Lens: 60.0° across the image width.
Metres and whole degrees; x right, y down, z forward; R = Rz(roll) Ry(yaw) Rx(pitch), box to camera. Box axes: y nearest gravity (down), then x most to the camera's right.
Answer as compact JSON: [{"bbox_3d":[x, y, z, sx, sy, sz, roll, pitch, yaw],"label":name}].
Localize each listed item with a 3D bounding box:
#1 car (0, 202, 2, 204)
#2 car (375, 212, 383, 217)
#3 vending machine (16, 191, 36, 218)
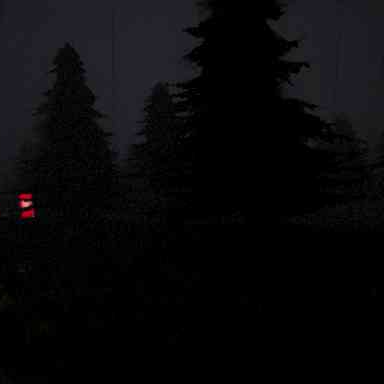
[{"bbox_3d":[-23.624,1.653,39.537,1.812,1.442,4.674,-1,0,-38],"label":"car"},{"bbox_3d":[43.799,5.477,77.244,1.851,1.617,3.988,-5,-4,18],"label":"car"},{"bbox_3d":[-14.050,1.058,28.112,1.100,2.100,0.880,-8,-2,-15],"label":"vending machine"}]
